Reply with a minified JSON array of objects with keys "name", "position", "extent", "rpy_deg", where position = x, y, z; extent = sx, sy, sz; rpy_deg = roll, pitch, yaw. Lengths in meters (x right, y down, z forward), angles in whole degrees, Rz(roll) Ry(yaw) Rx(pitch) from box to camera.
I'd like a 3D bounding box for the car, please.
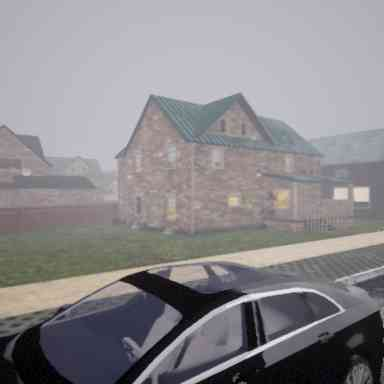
[{"name":"car","position":[-0.123,1.503,2.983],"extent":[4.902,1.511,2.128],"rpy_deg":[0,0,-37]}]
